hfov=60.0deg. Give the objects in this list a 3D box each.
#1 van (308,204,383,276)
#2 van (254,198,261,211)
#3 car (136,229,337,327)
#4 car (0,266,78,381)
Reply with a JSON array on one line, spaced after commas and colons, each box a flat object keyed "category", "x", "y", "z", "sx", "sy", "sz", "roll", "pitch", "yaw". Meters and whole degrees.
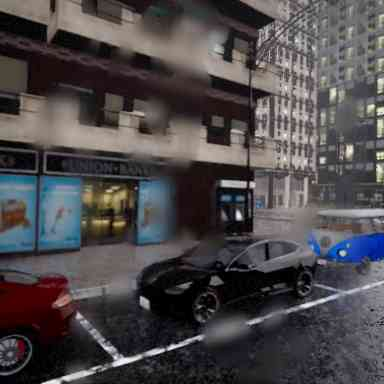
[{"category": "van", "x": 5.359, "y": 1.447, "z": 10.525, "sx": 3.998, "sy": 1.788, "sz": 1.690, "roll": 1, "pitch": 1, "yaw": -35}, {"category": "van", "x": 7.791, "y": 1.712, "z": 46.189, "sx": 1.690, "sy": 1.788, "sz": 3.998, "roll": 2, "pitch": -1, "yaw": -35}, {"category": "car", "x": 0.941, "y": 1.615, "z": 7.172, "sx": 4.313, "sy": 1.339, "sz": 1.947, "roll": 1, "pitch": 1, "yaw": -35}, {"category": "car", "x": -3.569, "y": 1.575, "z": 3.956, "sx": 4.206, "sy": 1.307, "sz": 1.802, "roll": 1, "pitch": 1, "yaw": -35}]
